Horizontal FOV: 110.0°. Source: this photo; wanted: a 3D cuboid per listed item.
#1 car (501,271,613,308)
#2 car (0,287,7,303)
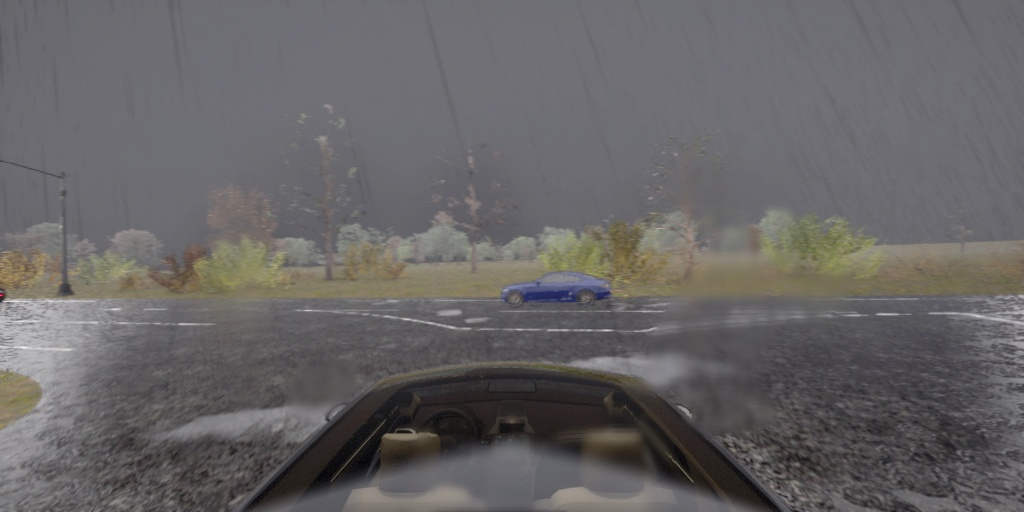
[{"bbox_3d":[1.844,1.364,15.151,4.674,1.442,1.812,-2,-1,13],"label":"car"},{"bbox_3d":[-36.368,2.500,23.917,4.892,1.490,1.837,-2,0,13],"label":"car"}]
